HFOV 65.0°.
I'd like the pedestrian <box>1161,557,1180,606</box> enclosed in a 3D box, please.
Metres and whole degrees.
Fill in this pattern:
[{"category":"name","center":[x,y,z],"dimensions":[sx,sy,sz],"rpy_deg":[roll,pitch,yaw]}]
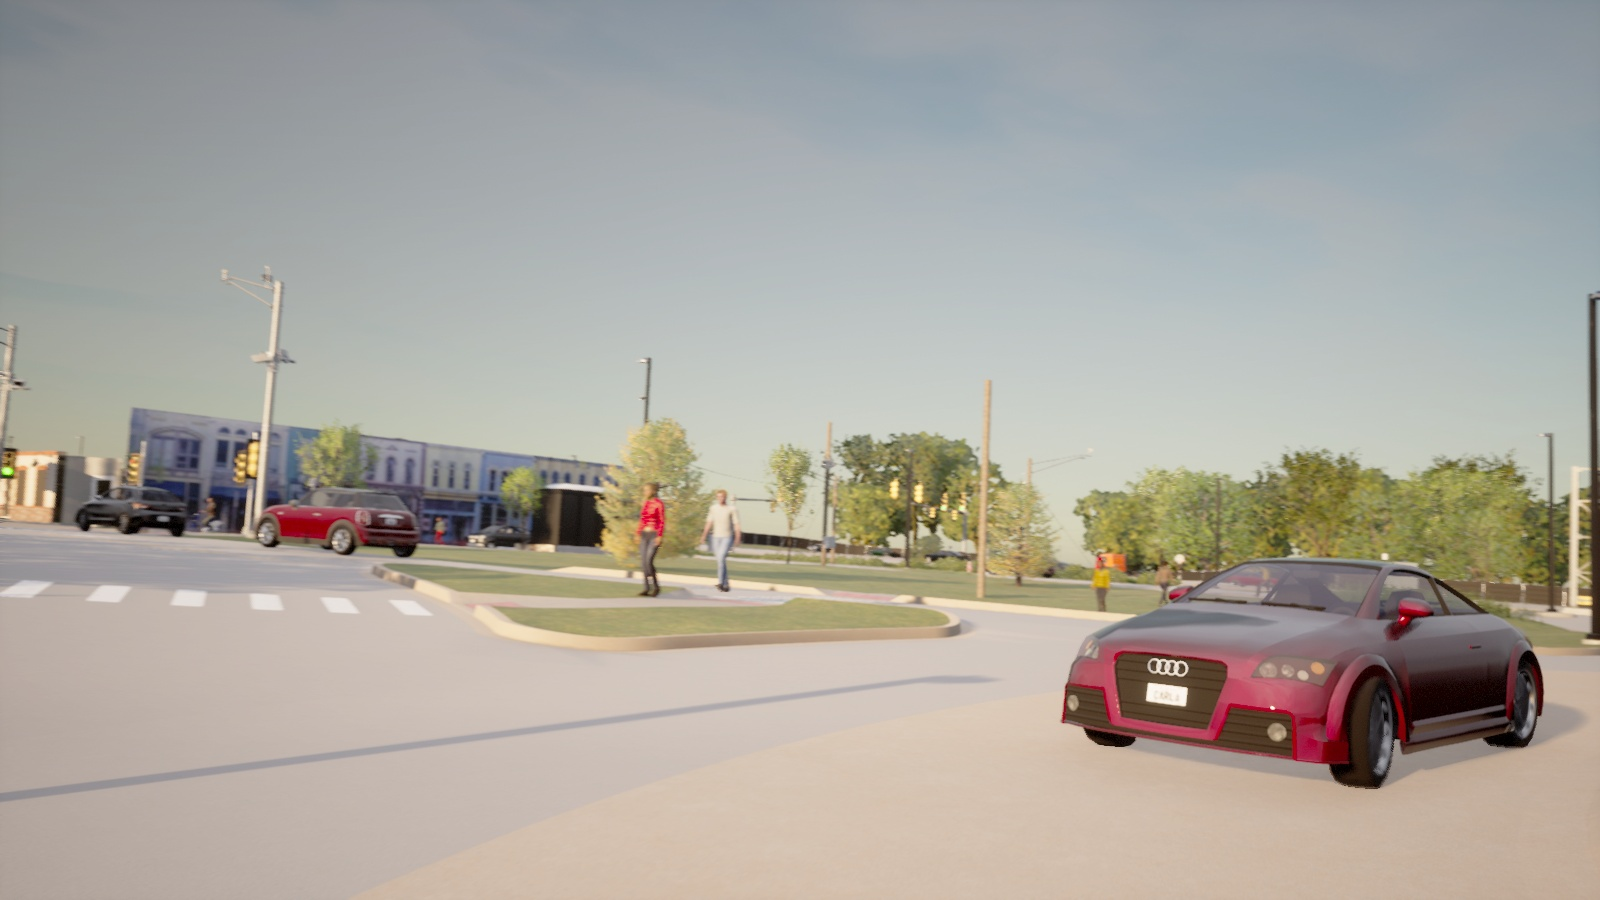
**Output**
[{"category":"pedestrian","center":[14.139,5.013,47.868],"dimensions":[0.328,1.805,0.869],"rpy_deg":[-3,-7,42]}]

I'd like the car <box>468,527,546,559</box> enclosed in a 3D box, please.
[{"category":"car","center":[-15.948,5.066,68.473],"dimensions":[1.789,1.549,3.705],"rpy_deg":[-2,-8,41]}]

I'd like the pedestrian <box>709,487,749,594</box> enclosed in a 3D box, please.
[{"category":"pedestrian","center":[-1.234,1.586,21.955],"dimensions":[0.354,1.836,0.706],"rpy_deg":[0,-6,23]}]

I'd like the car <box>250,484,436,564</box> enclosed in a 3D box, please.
[{"category":"car","center":[-11.892,1.909,32.618],"dimensions":[4.553,1.767,2.097],"rpy_deg":[1,-5,33]}]

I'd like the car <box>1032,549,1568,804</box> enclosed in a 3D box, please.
[{"category":"car","center":[3.818,1.469,9.244],"dimensions":[4.181,1.385,1.994],"rpy_deg":[5,-5,-42]}]

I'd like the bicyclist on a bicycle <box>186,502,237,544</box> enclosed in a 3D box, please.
[{"category":"bicyclist on a bicycle","center":[-26.455,3.298,56.480],"dimensions":[0.659,1.776,1.843],"rpy_deg":[-2,-8,41]}]

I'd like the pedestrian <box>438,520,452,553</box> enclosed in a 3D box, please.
[{"category":"pedestrian","center":[-20.428,4.959,72.265],"dimensions":[0.353,1.847,0.614],"rpy_deg":[-3,-7,43]}]

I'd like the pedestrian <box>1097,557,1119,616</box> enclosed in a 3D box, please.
[{"category":"pedestrian","center":[9.842,4.375,40.158],"dimensions":[0.431,1.840,0.709],"rpy_deg":[-1,-6,34]}]

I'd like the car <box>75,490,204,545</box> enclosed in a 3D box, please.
[{"category":"car","center":[-20.317,2.060,38.576],"dimensions":[4.193,1.474,1.816],"rpy_deg":[-1,-6,38]}]

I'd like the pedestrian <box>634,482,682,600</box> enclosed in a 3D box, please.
[{"category":"pedestrian","center":[-2.266,1.454,20.042],"dimensions":[0.331,1.846,0.636],"rpy_deg":[-2,-7,36]}]
